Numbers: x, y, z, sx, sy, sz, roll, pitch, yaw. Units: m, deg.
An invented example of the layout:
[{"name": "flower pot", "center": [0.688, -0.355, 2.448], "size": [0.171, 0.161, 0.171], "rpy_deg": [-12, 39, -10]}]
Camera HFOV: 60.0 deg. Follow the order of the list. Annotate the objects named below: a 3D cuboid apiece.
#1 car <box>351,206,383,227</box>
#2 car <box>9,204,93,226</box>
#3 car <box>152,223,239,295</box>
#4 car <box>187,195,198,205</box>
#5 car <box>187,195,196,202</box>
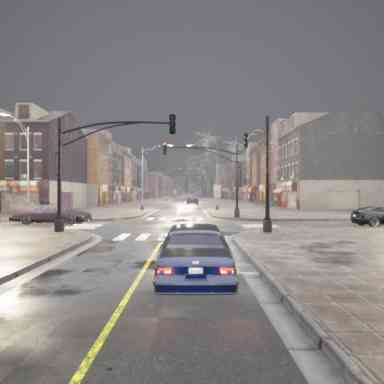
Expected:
[{"name": "car", "center": [12.325, 1.520, 20.981], "size": [4.313, 1.339, 1.947], "rpy_deg": [0, 0, 0]}, {"name": "car", "center": [-9.825, 1.579, 23.315], "size": [5.357, 1.411, 2.033], "rpy_deg": [0, 0, 3]}, {"name": "car", "center": [0.070, 1.549, 8.848], "size": [2.033, 1.411, 5.357], "rpy_deg": [0, 0, 0]}, {"name": "car", "center": [0.030, 1.399, 62.015], "size": [2.097, 1.767, 4.553], "rpy_deg": [0, 0, -1]}, {"name": "car", "center": [-0.092, 1.546, 75.782], "size": [1.882, 1.535, 5.008], "rpy_deg": [0, 0, 0]}]
